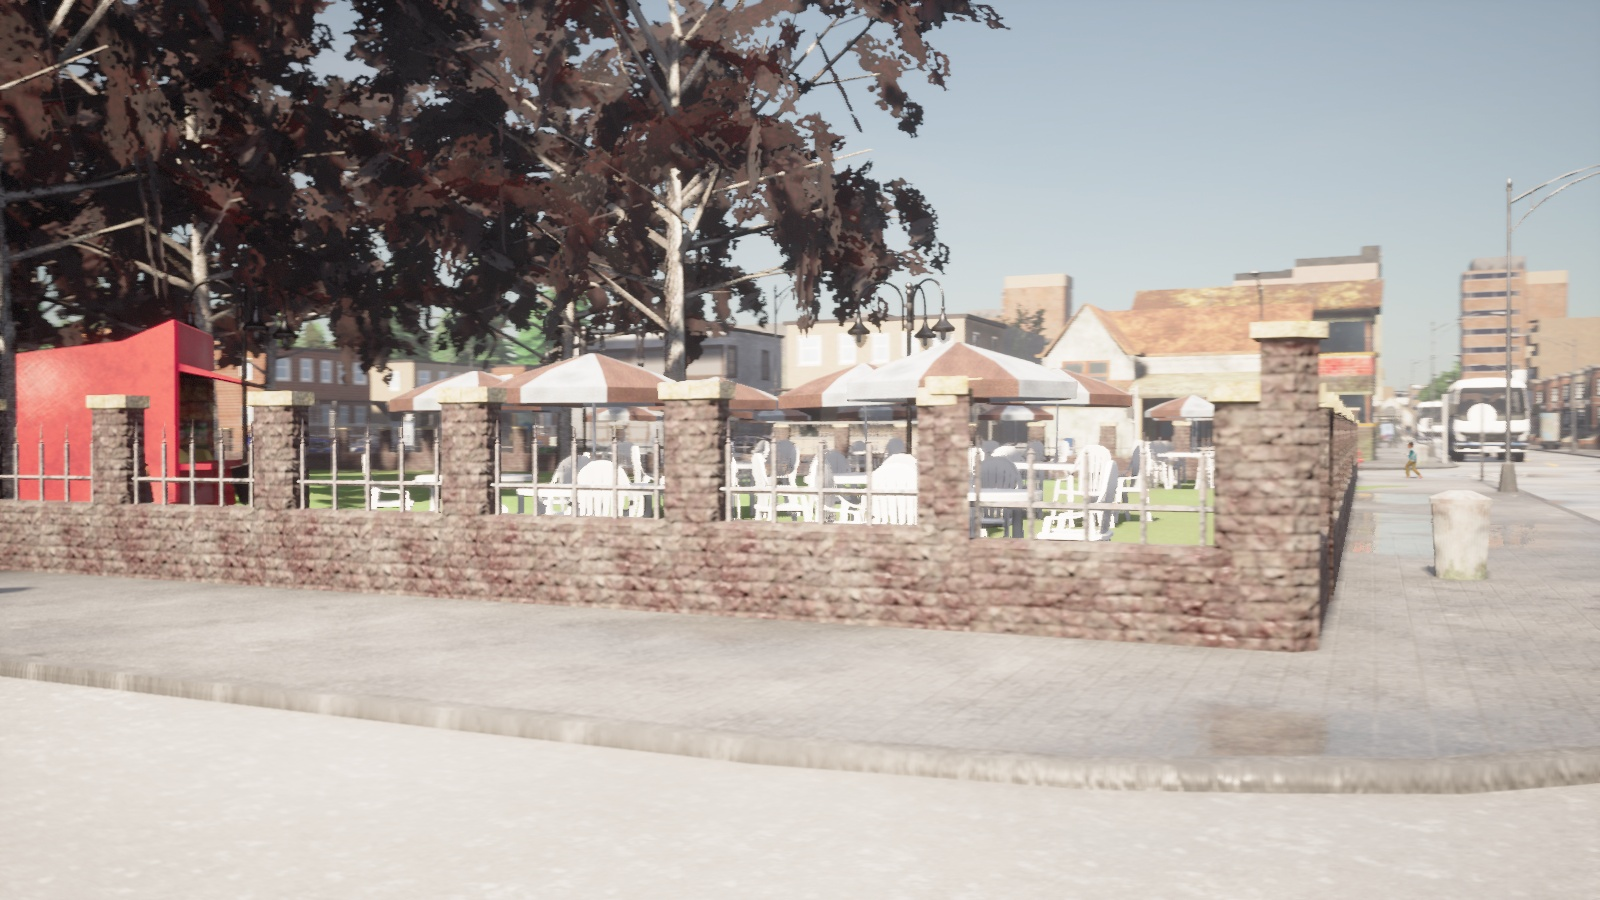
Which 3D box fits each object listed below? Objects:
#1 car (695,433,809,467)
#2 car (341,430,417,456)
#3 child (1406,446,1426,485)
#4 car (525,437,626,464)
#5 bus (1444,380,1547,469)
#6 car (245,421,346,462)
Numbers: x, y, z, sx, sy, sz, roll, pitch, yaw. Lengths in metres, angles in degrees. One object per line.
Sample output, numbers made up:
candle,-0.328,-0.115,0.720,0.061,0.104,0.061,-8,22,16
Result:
car,-2.238,-0.026,58.903,4.902,1.511,2.128,1,1,25
car,-27.978,-0.496,83.564,2.033,1.649,4.856,1,1,25
child,18.827,0.475,38.357,0.448,1.192,0.343,1,1,45
car,-11.280,0.023,63.077,4.718,1.301,1.895,1,1,25
bus,35.853,-1.282,65.131,3.944,4.253,10.273,1,1,25
car,-26.400,-0.458,65.643,5.566,2.045,2.150,1,1,34
